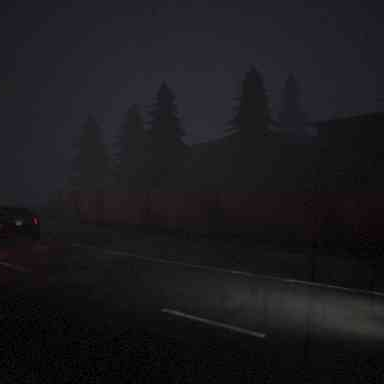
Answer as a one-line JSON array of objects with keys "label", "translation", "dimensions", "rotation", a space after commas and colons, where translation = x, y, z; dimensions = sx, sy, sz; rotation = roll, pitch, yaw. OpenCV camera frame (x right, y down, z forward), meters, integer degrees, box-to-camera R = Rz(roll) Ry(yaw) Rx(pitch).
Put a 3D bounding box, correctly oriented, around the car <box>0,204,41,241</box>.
[{"label": "car", "translation": [-9.364, 1.469, 16.546], "dimensions": [4.553, 1.767, 2.097], "rotation": [-1, 0, 44]}]
